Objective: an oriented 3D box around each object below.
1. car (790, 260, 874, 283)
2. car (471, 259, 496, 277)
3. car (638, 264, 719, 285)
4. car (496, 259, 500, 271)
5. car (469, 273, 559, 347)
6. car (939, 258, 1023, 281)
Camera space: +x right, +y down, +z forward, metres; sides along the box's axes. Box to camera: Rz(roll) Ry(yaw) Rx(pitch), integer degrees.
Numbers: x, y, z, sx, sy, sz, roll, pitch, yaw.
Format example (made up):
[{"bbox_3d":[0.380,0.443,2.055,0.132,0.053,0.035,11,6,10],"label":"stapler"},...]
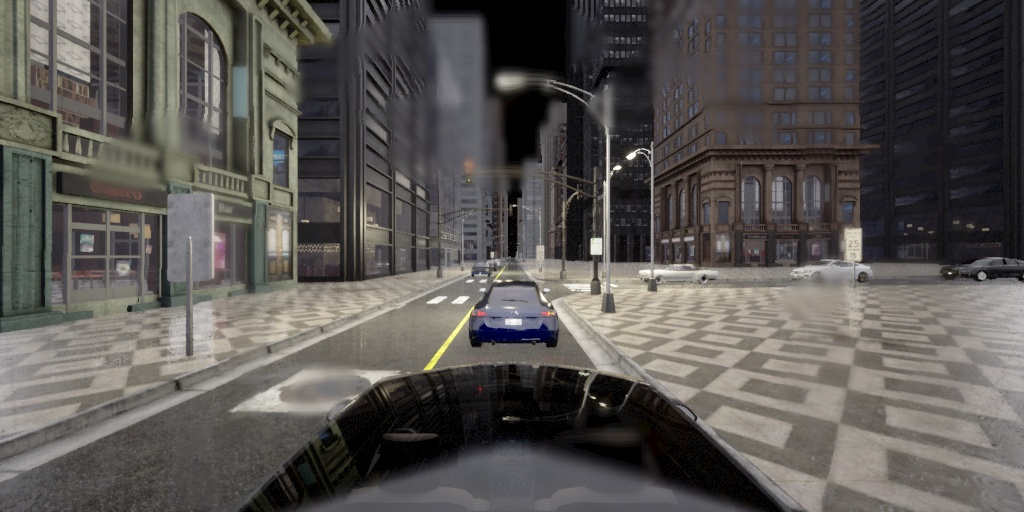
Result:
[{"bbox_3d":[21.306,1.009,23.941,4.674,1.442,1.812,-1,0,0],"label":"car"},{"bbox_3d":[-2.987,1.299,36.364,2.033,1.411,5.357,0,0,0],"label":"car"},{"bbox_3d":[10.969,1.205,23.969,4.718,1.301,1.895,-1,0,0],"label":"car"},{"bbox_3d":[-2.949,1.232,46.805,1.882,1.535,5.008,0,0,0],"label":"car"},{"bbox_3d":[0.063,1.314,9.312,1.994,1.385,4.181,0,0,1],"label":"car"},{"bbox_3d":[31.637,0.874,23.906,4.892,1.490,1.837,-1,0,0],"label":"car"}]
